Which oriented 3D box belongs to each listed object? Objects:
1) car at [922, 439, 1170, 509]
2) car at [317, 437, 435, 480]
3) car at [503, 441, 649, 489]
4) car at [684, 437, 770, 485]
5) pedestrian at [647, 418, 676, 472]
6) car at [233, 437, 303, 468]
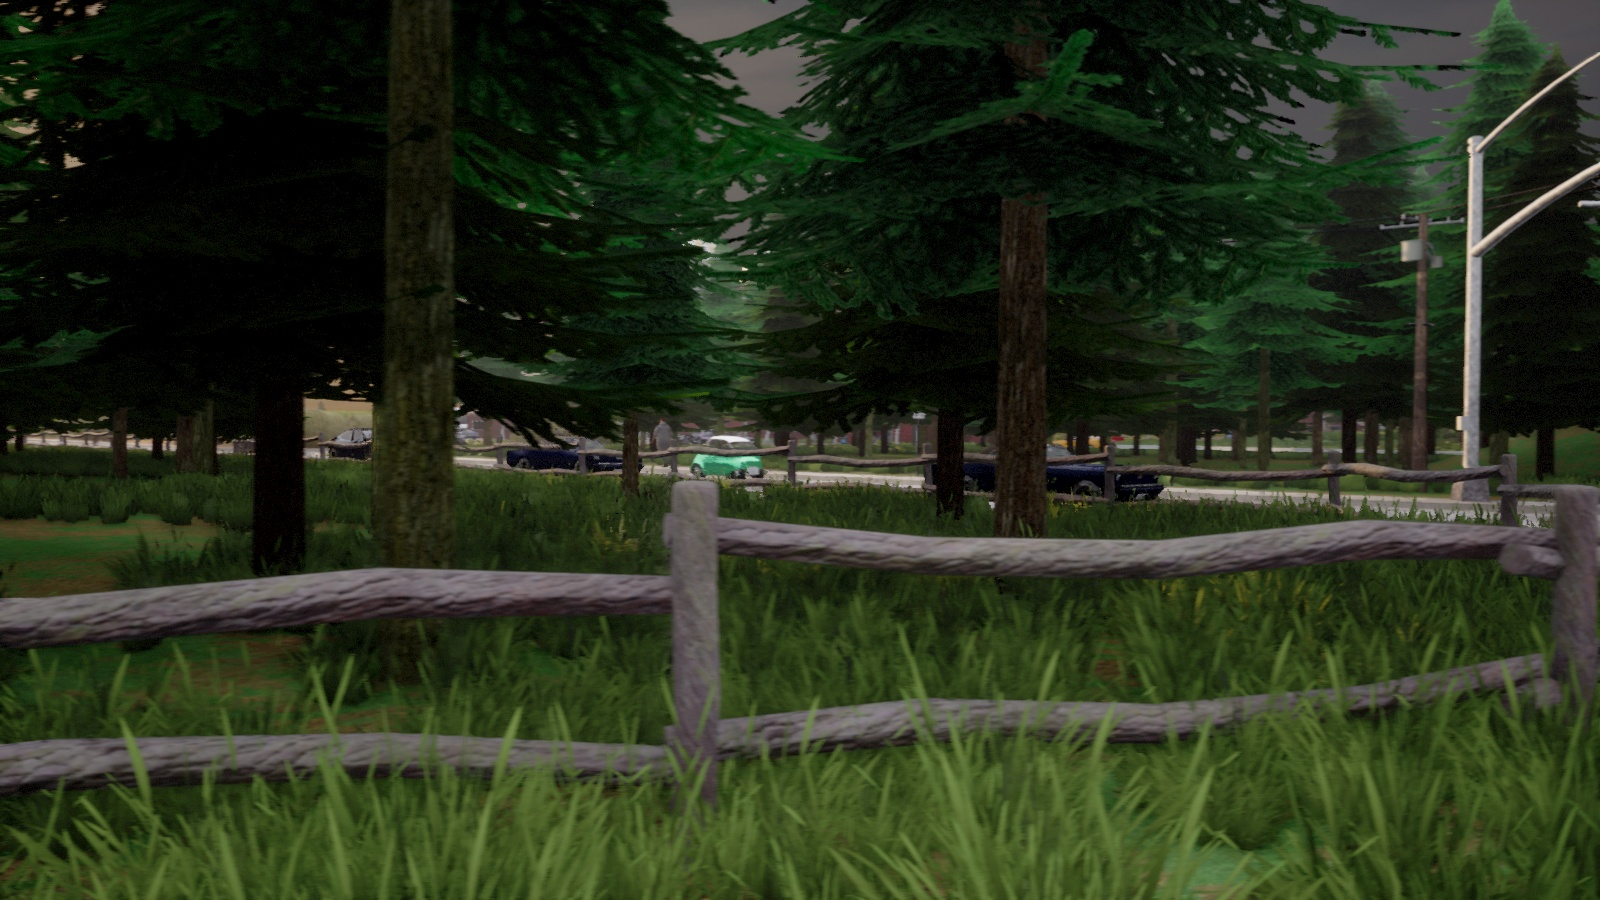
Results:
[{"bbox_3d":[4.969,0.440,25.858,4.718,1.301,1.895,0,1,44],"label":"car"},{"bbox_3d":[-15.649,0.275,46.216,4.792,1.488,2.163,0,1,45],"label":"car"},{"bbox_3d":[-6.720,0.405,37.415,4.718,1.301,1.895,0,1,45],"label":"car"},{"bbox_3d":[-2.206,0.301,37.870,2.207,1.376,1.481,1,2,45],"label":"car"},{"bbox_3d":[-5.112,-0.182,46.407,0.659,1.952,0.873,-1,1,-40],"label":"pedestrian"},{"bbox_3d":[-26.445,0.125,62.326,1.970,1.475,3.806,-1,1,-43],"label":"car"}]
